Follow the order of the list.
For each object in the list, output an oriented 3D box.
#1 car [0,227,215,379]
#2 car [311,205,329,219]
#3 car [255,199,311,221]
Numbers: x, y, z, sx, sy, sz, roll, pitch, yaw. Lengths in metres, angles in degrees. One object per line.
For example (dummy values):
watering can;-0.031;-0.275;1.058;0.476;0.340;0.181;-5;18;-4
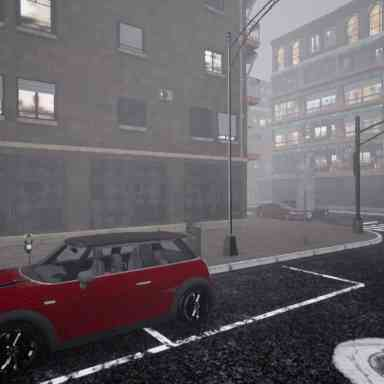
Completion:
car;-1.662;1.440;5.432;4.097;1.590;1.967;0;0;-35
car;8.918;1.347;27.726;1.882;1.535;5.008;-1;1;-35
car;6.831;1.473;26.206;1.802;1.307;4.206;0;0;-35
